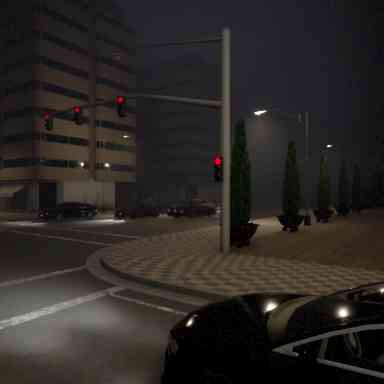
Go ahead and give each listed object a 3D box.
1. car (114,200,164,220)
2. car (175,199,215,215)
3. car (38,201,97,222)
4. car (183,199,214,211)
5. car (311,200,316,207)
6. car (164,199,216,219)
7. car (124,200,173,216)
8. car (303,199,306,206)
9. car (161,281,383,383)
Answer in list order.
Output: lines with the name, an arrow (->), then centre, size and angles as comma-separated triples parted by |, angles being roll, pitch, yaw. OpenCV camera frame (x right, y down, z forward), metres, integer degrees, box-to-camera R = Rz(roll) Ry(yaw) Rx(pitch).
car -> -4.757, 1.619, 29.005 | 1.994, 1.385, 4.181 | 0, 0, 35
car -> 0.394, 1.533, 36.293 | 1.882, 1.535, 5.008 | 0, 0, 35
car -> -10.132, 1.560, 27.461 | 1.837, 1.490, 4.892 | 0, 0, 35
car -> 0.940, 1.619, 43.107 | 1.994, 1.385, 4.181 | 0, 0, 36
car -> 19.788, 1.618, 51.261 | 1.994, 1.385, 4.181 | 0, 0, 35
car -> 0.064, 1.602, 29.417 | 2.033, 1.411, 5.357 | 0, 0, 35
car -> -4.511, 1.603, 35.418 | 2.033, 1.411, 5.357 | 0, 0, 35
car -> 17.254, 1.546, 53.748 | 2.128, 1.511, 4.902 | 0, 0, 35
car -> 1.928, 1.492, 2.598 | 4.902, 1.511, 2.128 | 0, 0, 36
